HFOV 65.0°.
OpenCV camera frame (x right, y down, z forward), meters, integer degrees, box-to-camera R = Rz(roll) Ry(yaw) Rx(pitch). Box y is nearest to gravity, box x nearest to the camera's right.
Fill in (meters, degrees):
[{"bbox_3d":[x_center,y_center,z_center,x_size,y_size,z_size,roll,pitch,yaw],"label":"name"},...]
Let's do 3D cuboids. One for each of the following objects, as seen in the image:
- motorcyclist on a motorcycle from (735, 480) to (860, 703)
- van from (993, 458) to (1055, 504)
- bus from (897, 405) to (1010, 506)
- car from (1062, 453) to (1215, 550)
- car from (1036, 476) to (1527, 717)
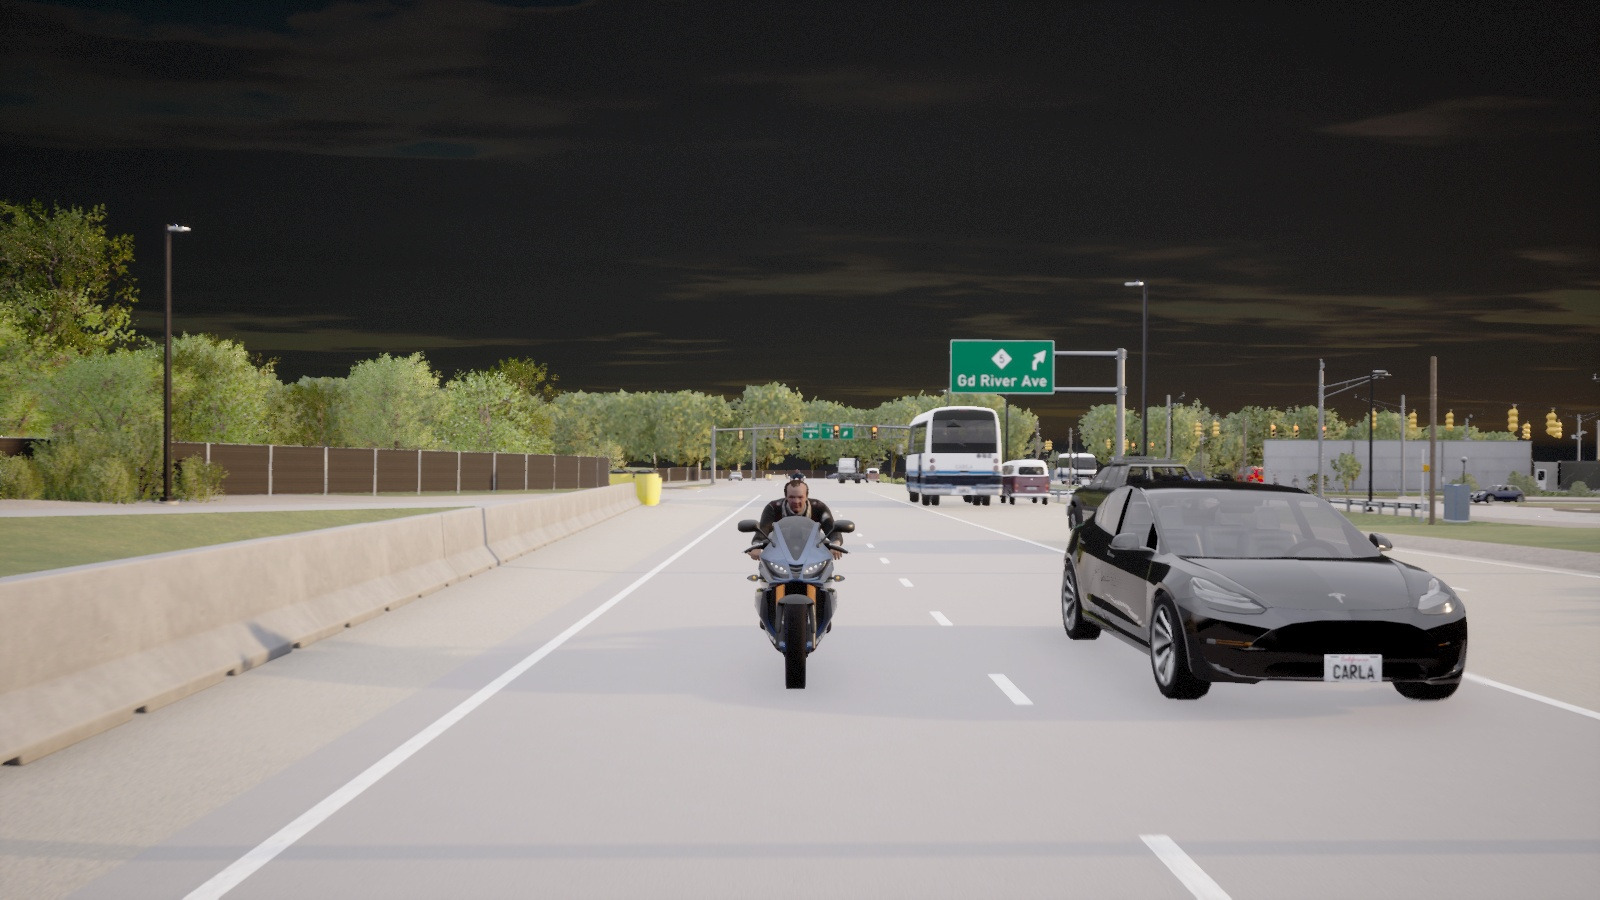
[{"bbox_3d":[-0.023,1.010,9.838,0.866,1.530,2.191,0,-1,0],"label":"motorcyclist on a motorcycle"},{"bbox_3d":[10.363,1.407,58.399,2.069,2.038,4.480,0,-1,0],"label":"van"},{"bbox_3d":[6.859,0.318,58.129,3.944,4.253,10.273,0,-1,0],"label":"bus"},{"bbox_3d":[6.938,1.022,26.284,1.932,1.855,4.605,0,-1,0],"label":"car"},{"bbox_3d":[3.477,0.968,10.288,2.163,1.488,4.792,0,-1,0],"label":"car"}]
